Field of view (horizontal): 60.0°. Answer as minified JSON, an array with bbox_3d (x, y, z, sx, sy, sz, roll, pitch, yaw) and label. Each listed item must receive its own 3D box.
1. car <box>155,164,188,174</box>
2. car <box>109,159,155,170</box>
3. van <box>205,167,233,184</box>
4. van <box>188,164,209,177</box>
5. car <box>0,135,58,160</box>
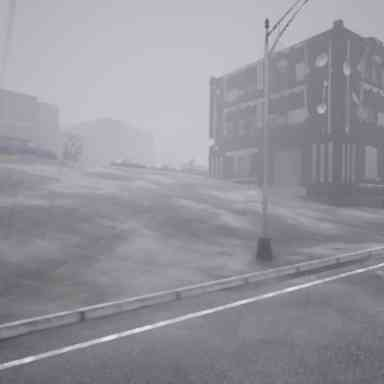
[{"bbox_3d":[-3.041,-2.550,39.637,2.002,1.452,4.674,0,-2,40],"label":"car"},{"bbox_3d":[-6.606,-2.742,35.397,2.002,1.452,4.674,0,-2,41],"label":"car"},{"bbox_3d":[3.937,-2.360,48.410,1.878,1.987,4.442,0,-2,38],"label":"van"},{"bbox_3d":[0.549,-2.596,44.035,1.878,1.987,4.442,0,-2,39],"label":"van"},{"bbox_3d":[-13.945,-3.352,27.158,2.435,2.045,5.566,0,-1,44],"label":"car"}]
